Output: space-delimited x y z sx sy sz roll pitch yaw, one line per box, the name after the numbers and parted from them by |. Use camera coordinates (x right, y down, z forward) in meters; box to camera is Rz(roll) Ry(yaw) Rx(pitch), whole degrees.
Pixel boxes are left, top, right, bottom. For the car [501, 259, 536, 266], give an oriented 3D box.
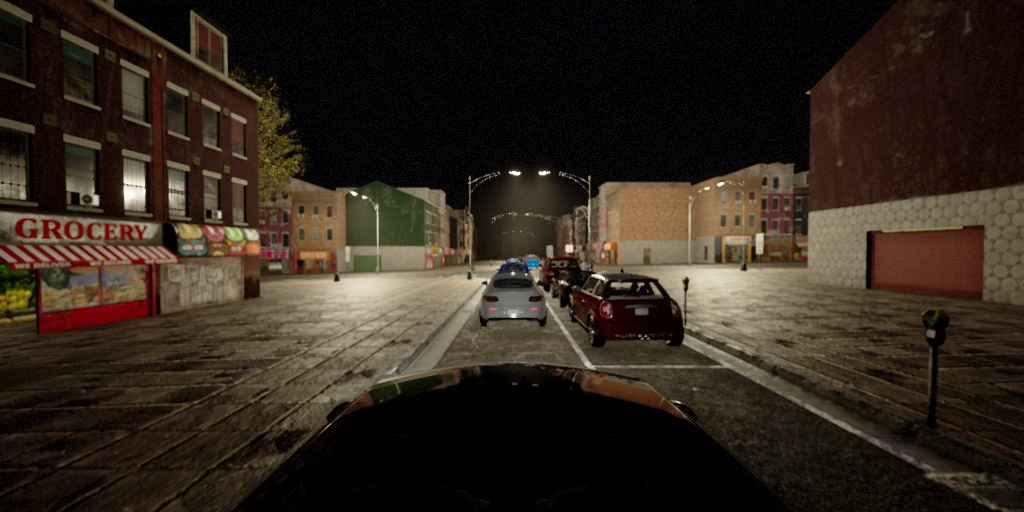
0.119 1.108 19.717 1.882 1.535 5.008 0 0 0 | car

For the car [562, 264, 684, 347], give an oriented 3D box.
2.638 1.138 9.203 1.967 1.591 4.097 0 0 0 | car

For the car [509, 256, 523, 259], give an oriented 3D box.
0.107 1.003 49.717 2.033 1.411 5.357 0 0 0 | car

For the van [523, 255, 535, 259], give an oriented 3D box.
2.644 0.814 46.368 1.690 1.789 3.998 0 0 0 | van

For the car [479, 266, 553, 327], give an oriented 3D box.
0.020 1.211 11.158 1.812 1.442 4.674 0 0 0 | car

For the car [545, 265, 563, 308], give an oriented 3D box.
2.639 1.228 14.605 1.948 1.339 4.313 0 0 0 | car

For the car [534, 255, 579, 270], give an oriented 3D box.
2.640 0.943 20.007 2.192 1.841 5.009 0 0 0 | car
